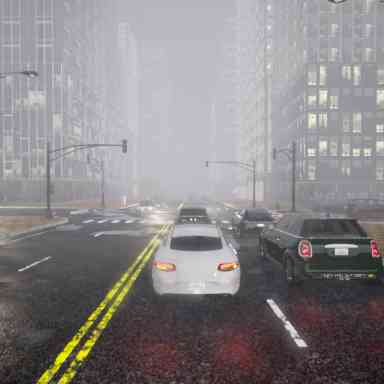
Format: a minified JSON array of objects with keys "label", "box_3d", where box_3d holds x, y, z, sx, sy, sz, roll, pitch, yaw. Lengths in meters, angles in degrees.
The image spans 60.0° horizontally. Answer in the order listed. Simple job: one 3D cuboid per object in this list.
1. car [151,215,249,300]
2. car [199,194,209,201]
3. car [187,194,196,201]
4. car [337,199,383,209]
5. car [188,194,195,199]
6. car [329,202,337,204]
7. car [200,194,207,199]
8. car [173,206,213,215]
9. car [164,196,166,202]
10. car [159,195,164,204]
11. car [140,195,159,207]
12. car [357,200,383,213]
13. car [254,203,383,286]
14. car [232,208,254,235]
[{"label":"car","box_3d":[0.081,1.522,8.258,1.812,1.442,4.674,0,0,0]},{"label":"car","box_3d":[3.049,1.392,80.430,1.882,1.535,5.008,0,0,0]},{"label":"car","box_3d":[-0.202,1.414,80.423,1.837,1.490,4.892,0,0,0]},{"label":"car","box_3d":[16.127,1.518,29.674,5.009,1.841,2.192,1,0,1]},{"label":"car","box_3d":[-0.228,1.216,90.840,1.882,1.535,5.008,0,0,0]},{"label":"car","box_3d":[15.066,1.701,35.460,4.718,1.301,1.895,0,1,0]},{"label":"car","box_3d":[3.022,1.262,90.848,1.812,1.442,4.674,0,0,0]},{"label":"car","box_3d":[0.057,1.495,17.507,1.837,1.490,4.892,0,0,0]},{"label":"car","box_3d":[-6.681,1.413,71.549,1.882,1.535,5.008,0,0,0]},{"label":"car","box_3d":[-6.722,1.427,61.174,1.882,1.535,5.008,0,0,1]},{"label":"car","box_3d":[-6.718,1.526,50.850,1.994,1.385,4.181,0,0,0]},{"label":"car","box_3d":[21.715,1.641,37.974,4.829,1.417,1.752,1,0,1]},{"label":"car","box_3d":[3.327,1.348,9.534,2.097,1.767,4.553,0,0,0]},{"label":"car","box_3d":[3.304,1.554,17.921,1.994,1.385,4.181,0,0,0]}]
